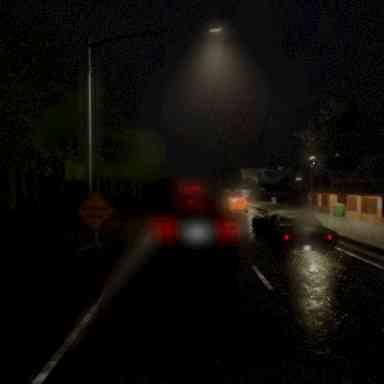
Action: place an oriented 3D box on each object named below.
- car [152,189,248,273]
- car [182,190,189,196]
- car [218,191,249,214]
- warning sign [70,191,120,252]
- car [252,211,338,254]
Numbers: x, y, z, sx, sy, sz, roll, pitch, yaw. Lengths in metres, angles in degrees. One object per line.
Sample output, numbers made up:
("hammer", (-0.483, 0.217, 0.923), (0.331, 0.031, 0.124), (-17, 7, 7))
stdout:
("car", (0.027, 1.016, 10.162), (2.150, 2.045, 5.566), (0, 0, -2))
("car", (-1.644, 0.351, 90.790), (1.882, 1.535, 5.008), (0, 0, 0))
("car", (3.439, 0.798, 28.452), (2.097, 1.767, 4.553), (0, 1, 0))
("warning sign", (-3.100, 0.905, 10.772), (1.300, 1.860, 1.060), (0, 1, 0))
("car", (3.507, 1.360, 12.316), (1.895, 1.301, 4.718), (0, 1, 0))
